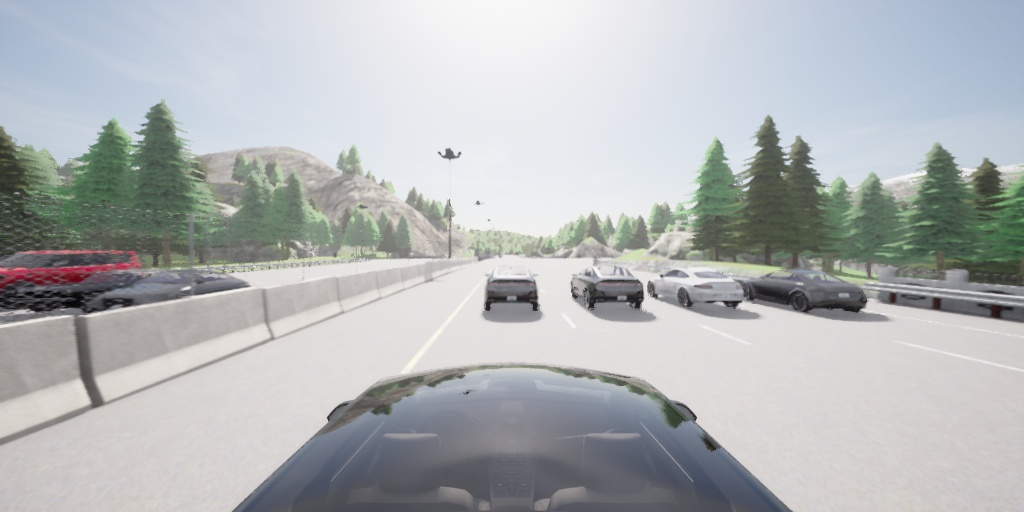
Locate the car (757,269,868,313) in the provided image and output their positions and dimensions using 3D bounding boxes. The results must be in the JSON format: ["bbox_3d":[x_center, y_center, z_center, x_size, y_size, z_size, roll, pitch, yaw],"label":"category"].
[{"bbox_3d":[10.473,1.184,13.344,1.994,1.385,4.181,0,1,-1],"label":"car"}]

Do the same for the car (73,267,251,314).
[{"bbox_3d":[-10.675,1.161,11.684,1.994,1.385,4.181,0,1,-1],"label":"car"}]

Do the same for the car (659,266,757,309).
[{"bbox_3d":[6.951,1.129,14.013,1.812,1.442,4.674,0,1,-1],"label":"car"}]

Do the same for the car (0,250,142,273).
[{"bbox_3d":[-17.693,0.774,13.921,2.150,2.045,5.566,0,1,0],"label":"car"}]

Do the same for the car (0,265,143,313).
[{"bbox_3d":[-14.188,1.171,13.004,1.895,1.301,4.718,0,1,0],"label":"car"}]

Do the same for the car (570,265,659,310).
[{"bbox_3d":[3.467,1.090,13.795,2.128,1.511,4.902,0,1,-1],"label":"car"}]

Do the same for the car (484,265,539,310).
[{"bbox_3d":[-0.031,1.084,13.660,2.128,1.511,4.902,0,1,-1],"label":"car"}]
